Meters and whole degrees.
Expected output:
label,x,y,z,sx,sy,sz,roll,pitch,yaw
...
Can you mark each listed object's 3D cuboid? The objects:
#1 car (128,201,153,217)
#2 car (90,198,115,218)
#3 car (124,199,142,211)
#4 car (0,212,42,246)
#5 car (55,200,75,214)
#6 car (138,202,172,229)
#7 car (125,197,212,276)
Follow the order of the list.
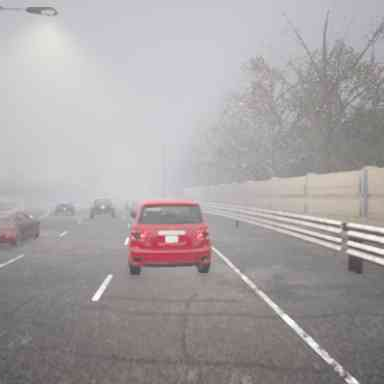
label,x,y,z,sx,sy,sz,roll,pitch,yaw
car,-5.052,1.600,32.194,1.895,1.301,4.718,0,0,-15
car,-8.311,1.356,30.765,2.097,1.767,4.553,0,0,-17
car,-7.286,1.601,40.989,1.895,1.301,4.718,0,0,-13
car,-8.322,1.572,15.079,1.994,1.385,4.181,0,0,-8
car,-13.582,1.536,35.589,1.812,1.442,4.674,0,0,-20
car,-2.647,1.523,22.865,1.812,1.442,4.674,0,0,-12
car,-0.772,1.219,10.568,2.150,2.045,5.566,0,0,-6
